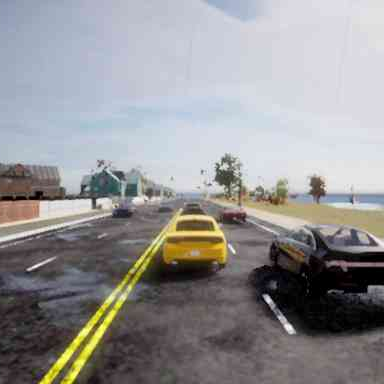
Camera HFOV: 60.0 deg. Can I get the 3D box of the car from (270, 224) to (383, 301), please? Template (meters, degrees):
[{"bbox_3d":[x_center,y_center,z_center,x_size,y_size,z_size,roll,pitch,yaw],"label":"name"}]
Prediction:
[{"bbox_3d":[3.332,1.553,8.439,2.128,1.511,4.902,0,0,0],"label":"car"}]

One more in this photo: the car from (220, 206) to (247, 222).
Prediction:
[{"bbox_3d":[3.357,1.807,28.208,1.895,1.301,4.718,0,0,0],"label":"car"}]

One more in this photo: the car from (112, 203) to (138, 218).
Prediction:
[{"bbox_3d":[-6.579,1.807,32.998,1.994,1.385,4.181,0,-1,0],"label":"car"}]

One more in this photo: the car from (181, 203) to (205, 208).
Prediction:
[{"bbox_3d":[0.109,1.723,29.861,1.837,1.490,4.892,0,-1,0],"label":"car"}]

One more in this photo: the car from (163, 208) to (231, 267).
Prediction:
[{"bbox_3d":[0.092,1.561,11.759,1.882,1.535,5.008,0,0,0],"label":"car"}]

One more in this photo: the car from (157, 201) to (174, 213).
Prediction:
[{"bbox_3d":[-3.309,1.867,42.647,2.033,1.411,5.357,0,0,0],"label":"car"}]
